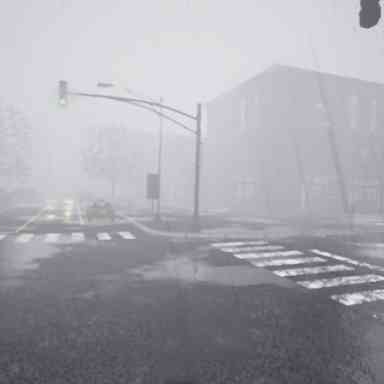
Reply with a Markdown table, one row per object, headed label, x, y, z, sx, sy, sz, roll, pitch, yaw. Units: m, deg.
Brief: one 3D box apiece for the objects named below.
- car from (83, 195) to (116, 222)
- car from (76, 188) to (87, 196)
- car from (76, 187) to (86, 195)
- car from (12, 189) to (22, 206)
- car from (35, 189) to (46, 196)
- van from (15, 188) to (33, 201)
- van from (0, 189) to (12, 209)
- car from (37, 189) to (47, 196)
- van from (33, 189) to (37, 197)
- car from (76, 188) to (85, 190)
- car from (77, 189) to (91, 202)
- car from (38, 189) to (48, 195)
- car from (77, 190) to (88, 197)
| label | x | y | z | sx | sy | sz | roll | pitch | yaw |
| --- | --- | --- | --- | --- | --- | --- | --- | --- | --- |
| car | -6.100 | 1.155 | 22.180 | 1.752 | 1.417 | 4.829 | 1 | 1 | -20 |
| car | -24.606 | -0.015 | 74.271 | 2.192 | 1.841 | 5.009 | 1 | 1 | -20 |
| car | -28.319 | -0.208 | 84.722 | 2.192 | 1.841 | 5.009 | 1 | 1 | -20 |
| car | -19.507 | 0.702 | 34.888 | 1.887 | 1.381 | 4.507 | 1 | 1 | -20 |
| car | -32.504 | 0.028 | 71.466 | 1.887 | 1.381 | 4.507 | 1 | 1 | -20 |
| van | -23.217 | 0.306 | 45.336 | 1.690 | 1.788 | 3.998 | 1 | 1 | -20 |
| van | -17.646 | 0.595 | 29.660 | 1.690 | 1.788 | 3.998 | 1 | 1 | -20 |
| car | -30.648 | 0.146 | 66.240 | 1.947 | 1.339 | 4.313 | 1 | 1 | -20 |
| van | -25.073 | 0.210 | 50.562 | 1.690 | 1.788 | 3.998 | 1 | 1 | -20 |
| car | -20.897 | 0.429 | 63.823 | 1.947 | 1.339 | 4.313 | 1 | 1 | -20 |
| car | -15.326 | 0.703 | 48.147 | 2.008 | 1.369 | 4.403 | 1 | 1 | -20 |
| car | -34.362 | -0.031 | 76.691 | 1.802 | 1.307 | 4.206 | 1 | 1 | -20 |
| car | -22.753 | 0.312 | 69.049 | 1.887 | 1.381 | 4.507 | 1 | 1 | -20 |
